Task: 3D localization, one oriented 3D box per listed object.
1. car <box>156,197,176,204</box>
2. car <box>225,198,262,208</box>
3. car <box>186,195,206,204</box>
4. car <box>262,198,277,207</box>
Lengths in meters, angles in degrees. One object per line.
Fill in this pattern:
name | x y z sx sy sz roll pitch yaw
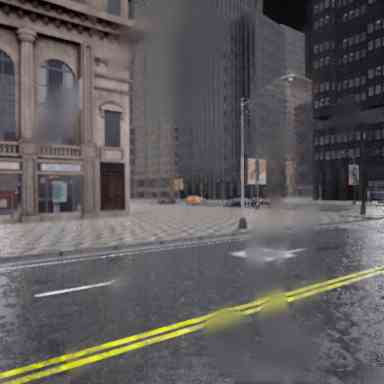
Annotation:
car | -5.173 1.713 65.819 2.033 1.411 5.357 -1 0 -35
car | 7.131 1.513 48.208 2.033 1.411 5.357 -1 0 -35
car | 0.742 1.427 62.994 2.097 1.767 4.553 -1 0 -35
car | 10.254 1.526 49.424 1.895 1.301 4.718 -1 0 -35
